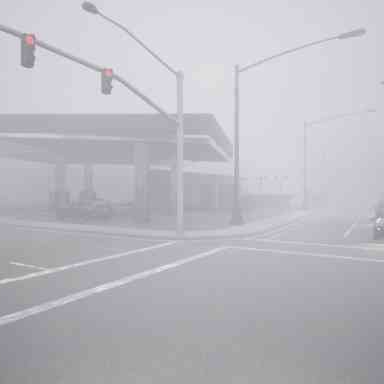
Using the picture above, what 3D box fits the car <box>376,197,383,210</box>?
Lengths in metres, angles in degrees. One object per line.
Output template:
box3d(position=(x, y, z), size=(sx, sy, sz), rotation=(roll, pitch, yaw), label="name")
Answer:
box3d(position=(25.100, 1.491, 42.977), size=(2.128, 1.511, 4.902), rotation=(0, 0, 30), label="car")

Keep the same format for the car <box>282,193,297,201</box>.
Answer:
box3d(position=(23.333, 1.210, 83.353), size=(5.566, 2.045, 2.150), rotation=(0, 0, 31), label="car")

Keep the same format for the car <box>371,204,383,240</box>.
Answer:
box3d(position=(10.116, 1.547, 16.657), size=(2.033, 1.411, 5.357), rotation=(0, 0, 29), label="car")

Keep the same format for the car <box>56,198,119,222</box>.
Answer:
box3d(position=(-8.220, 1.295, 25.296), size=(4.611, 1.667, 2.242), rotation=(0, 0, 31), label="car")

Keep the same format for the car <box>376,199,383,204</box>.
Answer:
box3d(position=(14.968, 1.505, 25.259), size=(1.837, 1.490, 4.892), rotation=(0, 0, 30), label="car")

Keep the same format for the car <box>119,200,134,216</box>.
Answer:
box3d(position=(-5.960, 1.456, 30.632), size=(3.806, 1.475, 1.970), rotation=(0, 0, 31), label="car")

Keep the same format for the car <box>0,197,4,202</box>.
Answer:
box3d(position=(-42.653, 1.524, 70.850), size=(1.812, 1.442, 4.674), rotation=(0, 0, 31), label="car")

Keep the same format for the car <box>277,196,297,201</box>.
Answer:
box3d(position=(24.769, 1.582, 86.559), size=(4.718, 1.301, 1.895), rotation=(0, 0, 28), label="car")
